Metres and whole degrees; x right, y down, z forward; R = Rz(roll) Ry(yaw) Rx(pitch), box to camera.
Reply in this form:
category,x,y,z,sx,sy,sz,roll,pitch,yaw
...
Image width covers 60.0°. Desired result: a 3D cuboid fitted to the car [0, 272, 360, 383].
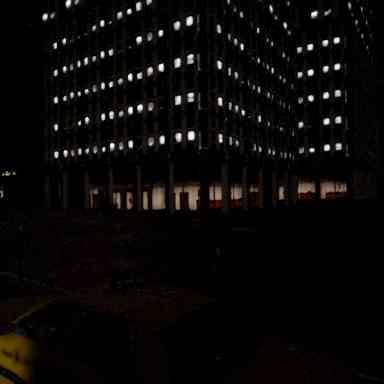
category,x,y,z,sx,sy,sz,roll,pitch,yaw
car,-0.873,1.531,3.503,4.829,1.417,1.752,0,-1,35
